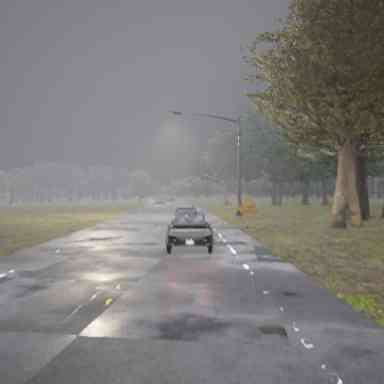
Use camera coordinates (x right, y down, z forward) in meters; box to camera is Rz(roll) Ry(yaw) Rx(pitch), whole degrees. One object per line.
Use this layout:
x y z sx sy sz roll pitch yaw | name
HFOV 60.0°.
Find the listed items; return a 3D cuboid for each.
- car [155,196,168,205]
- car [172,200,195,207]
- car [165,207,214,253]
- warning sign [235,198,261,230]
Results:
-6.822 1.943 71.537 2.097 1.767 4.553 0 0 -5 | car
-0.529 1.740 29.370 2.128 1.511 4.902 0 0 -2 | car
-0.112 1.616 14.344 2.128 1.511 4.902 0 0 -1 | car
3.326 1.283 19.868 1.300 1.860 1.060 1 0 -1 | warning sign
